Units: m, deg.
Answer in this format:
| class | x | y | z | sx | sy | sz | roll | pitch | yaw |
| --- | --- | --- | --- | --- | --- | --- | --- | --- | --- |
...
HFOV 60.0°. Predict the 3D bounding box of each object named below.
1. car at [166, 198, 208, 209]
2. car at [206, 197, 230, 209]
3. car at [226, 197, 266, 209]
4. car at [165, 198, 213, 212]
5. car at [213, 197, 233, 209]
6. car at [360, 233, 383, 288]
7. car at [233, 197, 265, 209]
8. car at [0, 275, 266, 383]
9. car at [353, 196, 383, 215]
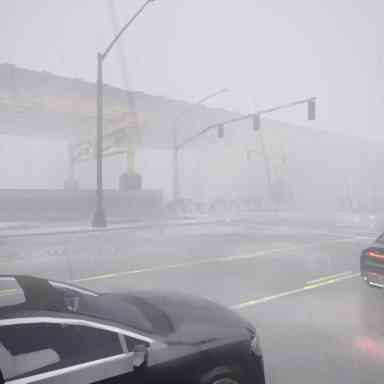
| class | x | y | z | sx | sy | sz | roll | pitch | yaw |
| --- | --- | --- | --- | --- | --- | --- | --- | --- | --- |
| car | -0.542 | 1.295 | 38.049 | 4.536 | 1.218 | 1.853 | 0 | 0 | 8 |
| car | 3.279 | 1.295 | 40.765 | 1.853 | 1.218 | 4.536 | 0 | 0 | 18 |
| car | 7.185 | 1.452 | 44.463 | 4.974 | 1.542 | 2.038 | 0 | 0 | -7 |
| car | -0.490 | 1.453 | 38.042 | 4.974 | 1.542 | 2.038 | 0 | 0 | 8 |
| car | 3.263 | 1.453 | 40.715 | 2.038 | 1.542 | 4.974 | 0 | 0 | 18 |
| car | 5.937 | 1.505 | 7.970 | 4.892 | 1.490 | 1.837 | 0 | 0 | -35 |
| car | 7.133 | 1.295 | 44.457 | 4.536 | 1.218 | 1.853 | 0 | 0 | -7 |
| car | -1.495 | 1.491 | 2.688 | 4.902 | 1.511 | 2.128 | 0 | 0 | -35 |
| car | 18.642 | 1.351 | 34.651 | 4.553 | 1.767 | 2.097 | 0 | 0 | -40 |
